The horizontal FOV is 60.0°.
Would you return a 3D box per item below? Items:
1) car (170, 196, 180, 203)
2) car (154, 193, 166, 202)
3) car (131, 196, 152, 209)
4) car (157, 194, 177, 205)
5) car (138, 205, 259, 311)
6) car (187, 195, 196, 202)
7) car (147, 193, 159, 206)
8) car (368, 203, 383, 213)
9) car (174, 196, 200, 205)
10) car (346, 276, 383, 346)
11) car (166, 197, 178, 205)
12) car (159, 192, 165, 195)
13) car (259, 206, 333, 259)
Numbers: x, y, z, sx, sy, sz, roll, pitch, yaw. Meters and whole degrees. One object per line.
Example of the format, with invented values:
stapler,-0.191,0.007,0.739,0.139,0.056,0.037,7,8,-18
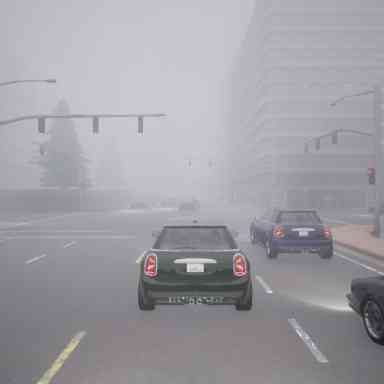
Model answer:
car,-3.532,1.595,71.058,1.895,1.301,4.718,0,0,0
car,-7.033,1.225,74.523,2.150,2.045,5.566,0,0,0
car,-7.121,1.601,45.569,1.895,1.301,4.718,0,0,0
car,-3.620,1.491,51.040,2.128,1.511,4.902,0,0,0
car,0.067,1.352,7.948,2.097,1.767,4.553,0,0,0
car,-0.036,1.525,80.027,2.128,1.511,4.902,0,0,0
car,-7.114,1.352,54.464,2.097,1.767,4.553,0,0,0
car,19.922,1.492,32.423,5.357,1.411,2.033,0,0,-18
car,-0.306,1.509,38.536,1.812,1.442,4.674,0,0,12
car,3.597,1.547,3.313,2.033,1.411,5.357,0,0,0
car,-3.598,1.564,60.927,1.994,1.385,4.181,0,0,0
car,-7.077,1.221,63.878,2.150,2.045,5.566,0,0,0
car,3.581,1.352,12.788,2.097,1.767,4.553,0,0,0
